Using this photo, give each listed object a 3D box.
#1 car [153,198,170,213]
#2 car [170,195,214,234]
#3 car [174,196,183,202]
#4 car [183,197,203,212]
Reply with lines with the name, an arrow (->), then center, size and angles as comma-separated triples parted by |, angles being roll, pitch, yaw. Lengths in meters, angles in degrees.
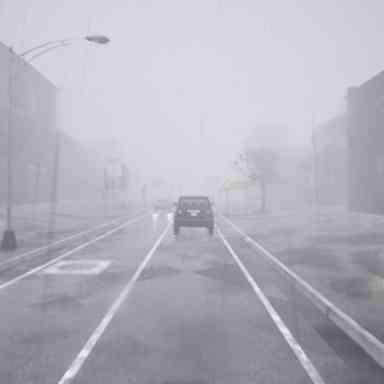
car -> -3.096, 1.425, 36.371 | 1.837, 1.490, 4.892 | -1, 0, 0
car -> 0.100, 1.199, 19.352 | 2.150, 2.045, 5.566 | 0, 0, 0
car -> -3.000, 1.696, 77.326 | 1.895, 1.301, 4.718 | 0, -1, 0
car -> 0.103, 1.392, 37.782 | 2.128, 1.511, 4.902 | 0, 0, 0
